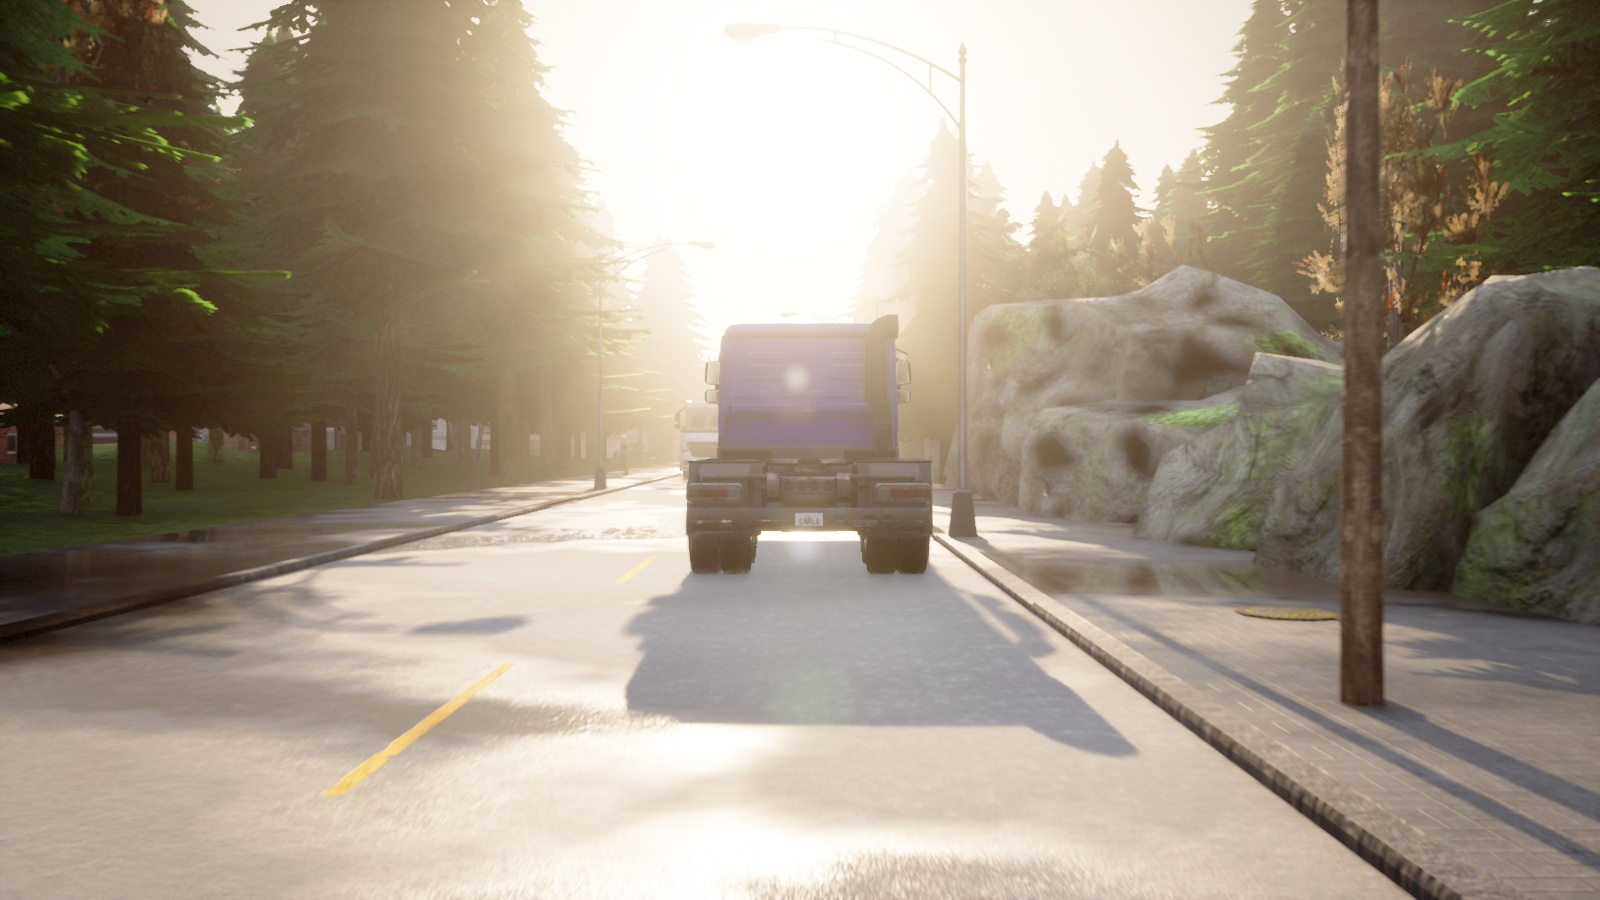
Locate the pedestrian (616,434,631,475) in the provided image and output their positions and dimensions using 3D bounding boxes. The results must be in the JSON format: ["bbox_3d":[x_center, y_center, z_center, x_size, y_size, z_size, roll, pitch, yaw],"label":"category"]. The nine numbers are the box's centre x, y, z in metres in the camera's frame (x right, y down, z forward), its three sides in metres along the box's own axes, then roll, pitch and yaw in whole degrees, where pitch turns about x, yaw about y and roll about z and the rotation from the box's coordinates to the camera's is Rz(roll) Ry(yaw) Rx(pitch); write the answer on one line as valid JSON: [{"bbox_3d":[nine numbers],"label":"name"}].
[{"bbox_3d":[-7.966,0.203,56.716,0.345,1.836,0.594,0,0,32],"label":"pedestrian"}]

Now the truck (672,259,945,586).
[{"bbox_3d":[0.114,-0.310,17.275,2.891,3.462,7.936,0,0,0],"label":"truck"}]

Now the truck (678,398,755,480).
[{"bbox_3d":[-3.661,-0.485,56.788,2.891,3.462,7.936,0,0,0],"label":"truck"}]
